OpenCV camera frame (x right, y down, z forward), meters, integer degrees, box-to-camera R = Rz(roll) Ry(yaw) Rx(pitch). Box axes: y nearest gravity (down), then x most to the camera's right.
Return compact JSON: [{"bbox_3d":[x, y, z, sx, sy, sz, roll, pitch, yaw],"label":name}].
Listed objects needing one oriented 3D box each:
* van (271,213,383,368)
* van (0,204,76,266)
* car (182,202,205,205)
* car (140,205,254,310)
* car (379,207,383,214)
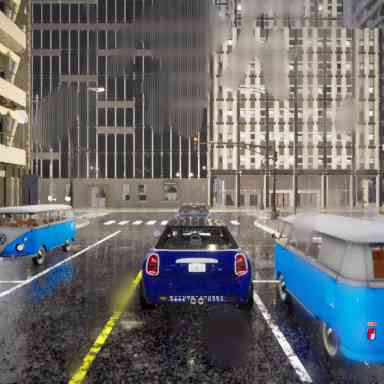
[{"bbox_3d":[2.559,1.343,5.615,1.690,1.788,3.998,0,0,0],"label":"van"},{"bbox_3d":[-5.333,1.345,11.283,1.690,1.788,3.998,0,0,0],"label":"van"},{"bbox_3d":[0.088,1.359,18.015,2.097,1.767,4.553,0,0,0],"label":"car"},{"bbox_3d":[0.085,1.354,7.988,2.097,1.767,4.553,0,0,0],"label":"car"},{"bbox_3d":[18.984,1.490,29.035,4.829,1.417,1.752,0,0,0],"label":"car"}]
